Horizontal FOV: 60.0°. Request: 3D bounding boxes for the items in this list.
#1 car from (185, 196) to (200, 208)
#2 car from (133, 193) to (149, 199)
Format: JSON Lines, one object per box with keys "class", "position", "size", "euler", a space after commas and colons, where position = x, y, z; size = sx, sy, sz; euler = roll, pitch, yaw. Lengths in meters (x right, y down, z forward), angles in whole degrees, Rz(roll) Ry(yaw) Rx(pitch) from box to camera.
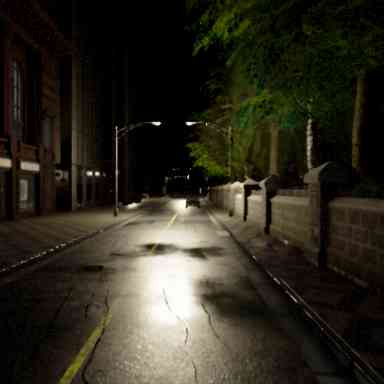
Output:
{"class": "car", "position": [0.087, 1.332, 45.134], "size": [2.128, 1.511, 4.902], "euler": [0, 0, 0]}
{"class": "car", "position": [-14.907, 1.141, 91.128], "size": [5.009, 1.841, 2.192], "euler": [-1, 1, 0]}
